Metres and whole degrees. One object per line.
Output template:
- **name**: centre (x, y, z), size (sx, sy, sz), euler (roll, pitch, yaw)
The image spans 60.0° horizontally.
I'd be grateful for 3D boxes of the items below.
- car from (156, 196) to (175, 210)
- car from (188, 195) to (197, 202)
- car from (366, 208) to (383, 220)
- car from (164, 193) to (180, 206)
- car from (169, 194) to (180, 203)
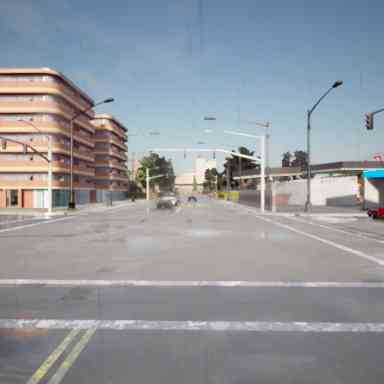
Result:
- **car**: centre (-3.575, 1.589, 43.233), size (1.895, 1.301, 4.718), euler (0, 0, 0)
- **car**: centre (0.039, 1.320, 70.762), size (1.812, 1.442, 4.674), euler (0, 0, 0)
- **car**: centre (16.549, 1.594, 26.377), size (4.718, 1.301, 1.895), euler (0, 0, 1)
- **car**: centre (-3.563, 1.208, 53.256), size (2.150, 2.045, 5.566), euler (0, 0, 0)
- **car**: centre (-3.487, 1.335, 67.075), size (2.097, 1.767, 4.553), euler (0, 0, 0)
